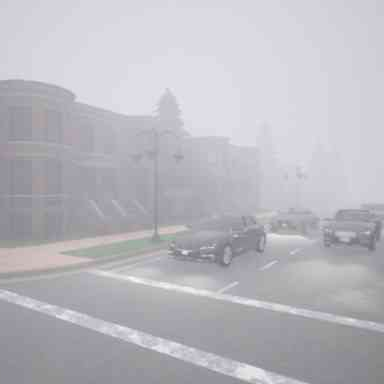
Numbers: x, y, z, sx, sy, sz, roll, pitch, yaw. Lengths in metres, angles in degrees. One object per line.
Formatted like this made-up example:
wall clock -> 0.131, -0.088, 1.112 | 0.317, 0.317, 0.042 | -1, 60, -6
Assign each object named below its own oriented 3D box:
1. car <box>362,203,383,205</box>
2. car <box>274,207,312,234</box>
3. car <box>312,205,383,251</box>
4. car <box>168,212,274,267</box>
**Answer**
car -> 12.305, 1.514, 22.593 | 1.837, 1.490, 4.892 | 0, 0, 33
car -> 5.965, 1.571, 19.242 | 1.994, 1.385, 4.181 | 0, 0, 33
car -> 6.989, 1.497, 14.379 | 2.128, 1.511, 4.902 | 0, 0, 33
car -> 1.091, 1.509, 11.682 | 1.837, 1.490, 4.892 | 0, 0, 33
